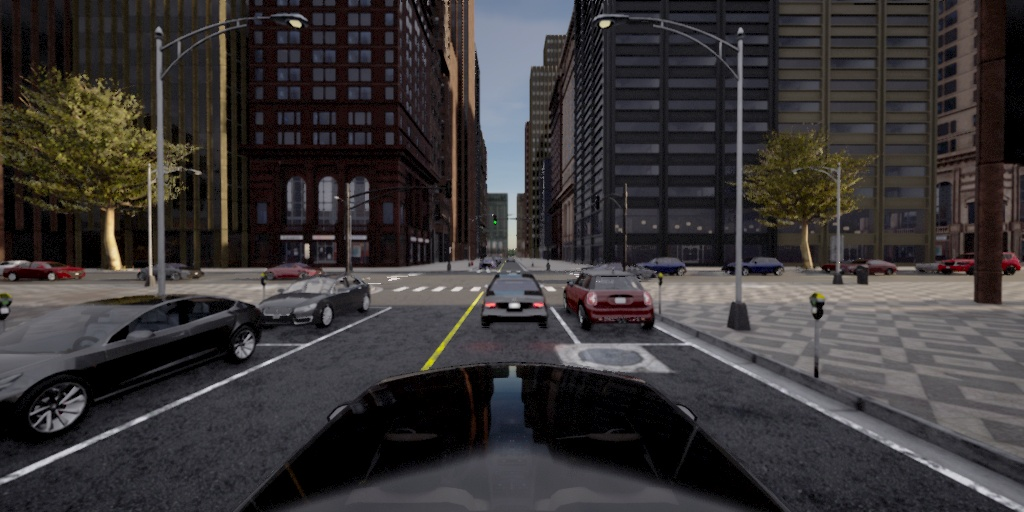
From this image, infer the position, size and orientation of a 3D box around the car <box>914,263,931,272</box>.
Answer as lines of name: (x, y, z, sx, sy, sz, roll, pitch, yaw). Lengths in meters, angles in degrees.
car: (43.589, 1.036, 35.966, 4.718, 1.301, 1.895, 0, 1, 0)

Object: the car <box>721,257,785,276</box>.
car: (21.993, 0.866, 32.665, 4.553, 1.767, 2.097, 0, 1, 0)

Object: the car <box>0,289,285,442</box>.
car: (-5.771, 1.296, 5.347, 1.948, 1.339, 4.313, 0, 0, 0)

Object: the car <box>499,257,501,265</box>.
car: (-3.198, 1.029, 57.260, 1.994, 1.385, 4.181, 0, 0, 0)

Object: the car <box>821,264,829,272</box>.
car: (33.954, 1.055, 35.963, 4.718, 1.301, 1.895, 0, 1, 0)

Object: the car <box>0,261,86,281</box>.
car: (-37.639, 1.187, 28.963, 5.008, 1.535, 1.882, 0, 1, 0)

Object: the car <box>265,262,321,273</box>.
car: (-17.526, 1.214, 29.045, 4.181, 1.385, 1.994, 0, 1, 0)

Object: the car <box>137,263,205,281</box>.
car: (-27.532, 1.243, 29.004, 4.181, 1.385, 1.994, 0, 1, 0)

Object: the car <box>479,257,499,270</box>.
car: (-3.157, 0.864, 47.299, 2.097, 1.767, 4.553, 0, 0, 0)

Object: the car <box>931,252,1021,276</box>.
car: (42.570, 0.693, 32.716, 5.566, 2.045, 2.150, 0, 1, 0)

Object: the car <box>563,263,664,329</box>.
car: (2.742, 1.138, 11.004, 1.967, 1.591, 4.097, 0, 0, 0)

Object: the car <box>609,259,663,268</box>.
car: (7.729, 1.163, 26.146, 5.357, 1.411, 2.033, 0, 0, -5)

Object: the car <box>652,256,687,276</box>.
car: (13.278, 0.886, 32.627, 4.553, 1.767, 2.097, 0, 1, 0)

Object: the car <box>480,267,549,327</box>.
car: (0.067, 1.245, 11.243, 2.033, 1.411, 5.357, 0, 0, 0)

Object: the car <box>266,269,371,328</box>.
car: (-5.784, 1.249, 10.983, 2.007, 1.370, 4.403, 0, 0, 0)

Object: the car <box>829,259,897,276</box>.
car: (32.272, 1.017, 32.706, 4.674, 1.442, 1.812, 0, 1, 0)
